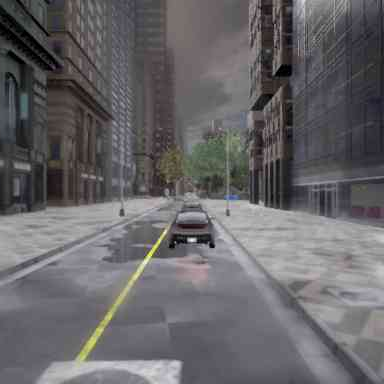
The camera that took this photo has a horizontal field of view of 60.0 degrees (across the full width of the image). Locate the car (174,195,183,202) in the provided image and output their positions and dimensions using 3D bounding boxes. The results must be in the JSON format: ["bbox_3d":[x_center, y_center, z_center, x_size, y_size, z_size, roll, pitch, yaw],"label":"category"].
[{"bbox_3d":[-3.000,1.426,74.839,2.097,1.767,4.553,0,0,0],"label":"car"}]

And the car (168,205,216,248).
[{"bbox_3d":[0.000,1.521,14.650,1.837,1.490,4.892,0,0,0],"label":"car"}]

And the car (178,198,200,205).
[{"bbox_3d":[0.000,1.534,29.651,1.837,1.490,4.892,0,0,0],"label":"car"}]
